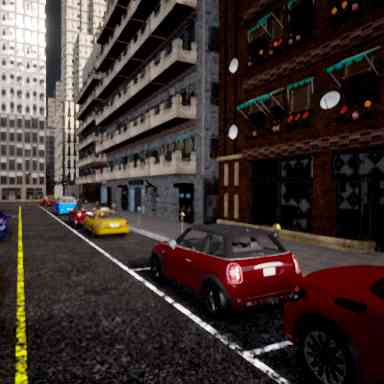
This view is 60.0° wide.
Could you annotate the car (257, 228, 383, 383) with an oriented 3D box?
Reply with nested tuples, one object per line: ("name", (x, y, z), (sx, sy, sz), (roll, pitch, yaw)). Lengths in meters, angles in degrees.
("car", (3.037, 1.315, 2.715), (2.192, 1.841, 5.009), (-1, 0, -27))

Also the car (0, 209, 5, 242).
("car", (-4.067, 1.219, 4.696), (2.150, 2.045, 5.566), (0, 0, -27))

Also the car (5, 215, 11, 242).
("car", (-9.737, 1.519, 15.859), (1.812, 1.442, 4.674), (0, 0, -27))

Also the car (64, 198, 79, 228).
("car", (-7.165, 1.433, 22.428), (1.967, 1.590, 4.097), (-1, 0, -27))

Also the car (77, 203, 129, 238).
("car", (-4.691, 1.520, 17.651), (1.752, 1.417, 4.829), (-1, 0, -27))

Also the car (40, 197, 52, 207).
("car", (-22.467, 1.520, 51.997), (1.887, 1.381, 4.507), (-1, 0, -27))

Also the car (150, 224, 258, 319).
("car", (0.487, 1.439, 7.644), (1.967, 1.590, 4.097), (-1, 0, -27))

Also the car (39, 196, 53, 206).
("car", (-25.096, 1.498, 57.076), (1.752, 1.417, 4.829), (-1, 0, -27))

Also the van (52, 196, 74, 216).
("van", (-12.267, 1.329, 32.283), (1.690, 1.788, 3.998), (-1, 0, -27))
